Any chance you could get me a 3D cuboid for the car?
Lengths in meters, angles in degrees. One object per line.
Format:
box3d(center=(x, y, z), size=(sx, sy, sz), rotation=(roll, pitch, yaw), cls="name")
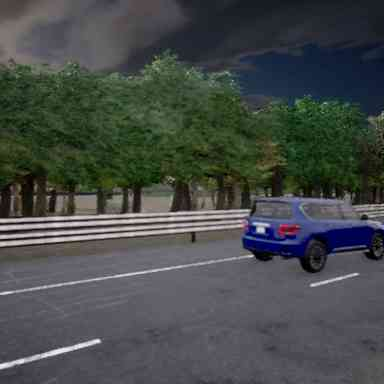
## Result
box3d(center=(4.176, 1.229, 10.962), size=(5.566, 2.045, 2.150), rotation=(2, -1, -34), cls="car")
